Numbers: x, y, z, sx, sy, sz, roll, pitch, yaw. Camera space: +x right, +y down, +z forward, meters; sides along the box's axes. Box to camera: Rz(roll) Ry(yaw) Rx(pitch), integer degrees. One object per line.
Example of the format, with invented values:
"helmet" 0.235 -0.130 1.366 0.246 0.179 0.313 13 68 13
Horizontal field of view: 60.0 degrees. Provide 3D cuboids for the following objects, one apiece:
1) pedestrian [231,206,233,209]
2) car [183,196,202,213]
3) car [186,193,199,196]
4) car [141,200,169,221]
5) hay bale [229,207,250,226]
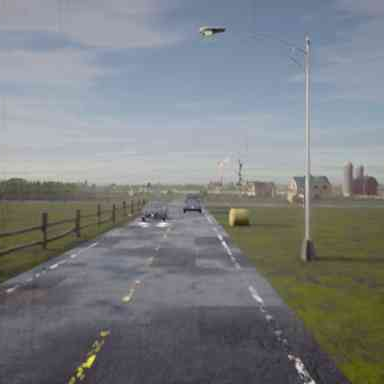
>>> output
"pedestrian" 2.825 1.533 23.179 0.375 1.300 0.375 -1 1 3
"car" 0.051 1.479 35.728 1.994 1.385 4.181 0 0 0
"car" 0.054 1.115 46.357 2.150 2.045 5.566 0 0 2
"car" -2.847 1.442 26.304 1.837 1.490 4.892 0 0 0
"hay bale" 3.133 1.602 22.046 1.220 1.180 1.240 1 1 0
